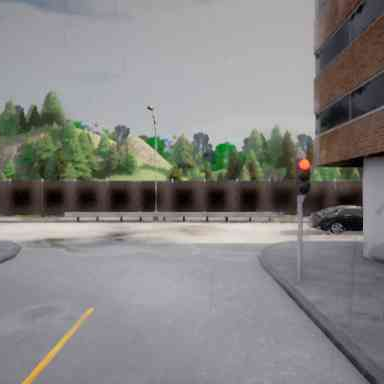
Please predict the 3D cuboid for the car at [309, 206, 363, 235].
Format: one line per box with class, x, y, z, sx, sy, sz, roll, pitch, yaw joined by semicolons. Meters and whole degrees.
car;8.978;1.537;18.227;4.892;1.490;1.837;0;0;0
